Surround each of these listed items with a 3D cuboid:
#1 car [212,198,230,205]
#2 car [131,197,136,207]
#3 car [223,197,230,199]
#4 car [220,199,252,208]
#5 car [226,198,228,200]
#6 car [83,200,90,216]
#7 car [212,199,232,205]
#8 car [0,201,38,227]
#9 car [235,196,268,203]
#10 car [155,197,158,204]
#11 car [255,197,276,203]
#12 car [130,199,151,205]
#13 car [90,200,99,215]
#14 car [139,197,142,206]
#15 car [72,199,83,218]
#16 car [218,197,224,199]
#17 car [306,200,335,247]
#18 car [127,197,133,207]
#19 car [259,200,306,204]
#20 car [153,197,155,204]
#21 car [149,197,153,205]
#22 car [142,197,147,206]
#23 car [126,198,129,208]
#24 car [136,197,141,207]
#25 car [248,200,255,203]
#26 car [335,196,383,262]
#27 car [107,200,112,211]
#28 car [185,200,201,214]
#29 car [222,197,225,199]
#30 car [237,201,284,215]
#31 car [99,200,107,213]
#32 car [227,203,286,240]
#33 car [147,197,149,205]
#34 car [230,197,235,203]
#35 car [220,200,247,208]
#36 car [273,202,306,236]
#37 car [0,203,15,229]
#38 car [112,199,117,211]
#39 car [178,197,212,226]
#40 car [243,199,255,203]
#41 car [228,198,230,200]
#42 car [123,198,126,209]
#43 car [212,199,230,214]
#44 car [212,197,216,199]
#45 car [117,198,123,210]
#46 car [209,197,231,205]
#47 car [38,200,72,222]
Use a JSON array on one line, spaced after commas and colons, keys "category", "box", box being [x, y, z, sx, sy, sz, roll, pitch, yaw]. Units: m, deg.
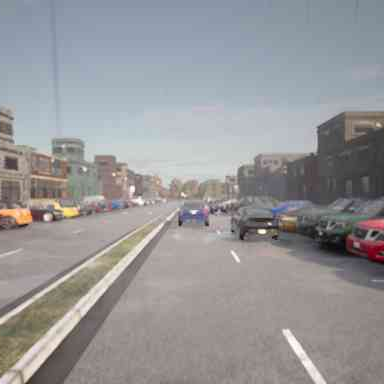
[{"category": "car", "box": [7.562, 2.482, 86.999, 4.553, 1.767, 2.185, 0, -1, 0]}, {"category": "car", "box": [-12.723, 2.045, 57.285, 4.892, 1.521, 2.231, 0, -1, 0]}, {"category": "car", "box": [7.615, 1.967, 51.155, 4.792, 1.488, 2.163, 0, -1, 0]}, {"category": "car", "box": [7.830, 2.071, 59.431, 5.366, 1.575, 1.946, 0, -1, 0]}, {"category": "car", "box": [7.642, 1.935, 48.434, 4.674, 1.452, 2.002, 0, -1, 0]}, {"category": "car", "box": [-12.739, 1.541, 32.285, 4.553, 1.767, 2.185, 0, -1, 0]}, {"category": "car", "box": [7.595, 2.594, 84.369, 4.674, 1.452, 2.002, 0, -1, 0]}, {"category": "car", "box": [-12.757, 1.394, 21.164, 4.553, 1.767, 2.185, 0, -1, 0]}, {"category": "car", "box": [7.672, 1.446, 34.617, 5.566, 2.045, 2.435, 0, -1, 0]}, {"category": "car", "box": [-12.665, 2.658, 90.745, 5.008, 1.535, 2.097, 0, -1, 0]}, {"category": "car", "box": [7.674, 1.465, 26.344, 4.553, 1.767, 2.185, 0, -1, 0]}, {"category": "car", "box": [-12.695, 2.528, 82.415, 4.792, 1.488, 2.163, 0, -1, 0]}, {"category": "car", "box": [-12.731, 1.734, 35.055, 4.792, 1.488, 2.163, 0, -1, 0]}, {"category": "car", "box": [-12.731, 2.062, 65.713, 4.553, 1.767, 2.185, 0, -1, 0]}, {"category": "car", "box": [-12.957, 1.627, 29.623, 5.366, 1.575, 1.946, 0, -1, 0]}, {"category": "car", "box": [7.460, 2.025, 56.668, 5.366, 1.575, 1.946, 0, -1, 0]}, {"category": "car", "box": [7.613, 1.210, 12.565, 5.566, 2.045, 2.435, 0, 0, 0]}, {"category": "car", "box": [-12.751, 2.028, 54.505, 4.792, 1.488, 2.163, 0, -1, 0]}, {"category": "car", "box": [7.637, 1.555, 23.585, 5.008, 1.535, 2.097, 0, -1, 0]}, {"category": "car", "box": [-12.666, 2.549, 85.071, 5.008, 1.535, 2.097, 0, -1, 0]}, {"category": "car", "box": [-12.857, 2.442, 79.639, 5.366, 1.575, 1.946, 0, -1, 0]}, {"category": "car", "box": [-12.722, 1.986, 68.527, 5.566, 2.045, 2.435, 0, -1, 0]}, {"category": "car", "box": [-12.725, 1.993, 51.727, 4.674, 1.452, 2.002, 0, -1, 0]}, {"category": "car", "box": [-12.702, 2.178, 62.840, 4.674, 1.452, 2.002, 0, -1, 0]}, {"category": "car", "box": [7.672, 1.655, 29.099, 4.792, 1.488, 2.163, 0, -1, 0]}, {"category": "car", "box": [7.613, 1.204, 9.812, 5.566, 2.045, 2.435, 0, 0, 0]}, {"category": "car", "box": [-12.743, 1.785, 40.613, 4.892, 1.521, 2.231, 0, -1, 0]}, {"category": "car", "box": [0.103, 1.784, 41.160, 1.882, 1.535, 5.008, 0, -1, 0]}, {"category": "car", "box": [7.616, 2.011, 53.910, 4.792, 1.488, 2.163, 0, -1, 0]}, {"category": "car", "box": [7.614, 1.763, 37.371, 4.792, 1.488, 2.163, 0, -1, 0]}, {"category": "car", "box": [-12.760, 1.743, 37.833, 5.008, 1.535, 2.097, 0, -1, 0]}, {"category": "car", "box": [3.101, 1.513, 17.098, 1.837, 1.490, 4.892, 0, 0, 0]}, {"category": "car", "box": [-12.654, 2.369, 74.081, 4.792, 1.488, 2.163, 0, -1, 0]}, {"category": "car", "box": [7.613, 1.686, 42.886, 4.553, 1.767, 2.185, 0, -1, 0]}, {"category": "car", "box": [7.669, 2.152, 62.186, 4.792, 1.488, 2.163, 0, -1, 0]}, {"category": "car", "box": [7.456, 1.493, 18.073, 5.366, 1.575, 1.946, 0, -1, 0]}, {"category": "car", "box": [-12.792, 1.530, 18.385, 4.674, 1.452, 2.002, 0, -1, 0]}, {"category": "car", "box": [-12.773, 1.854, 43.390, 4.792, 1.488, 2.163, 0, -1, 0]}, {"category": "car", "box": [0.103, 1.439, 24.478, 2.097, 1.767, 4.553, 0, -1, 0]}, {"category": "car", "box": [7.640, 1.701, 31.856, 4.674, 1.452, 2.002, 0, -1, 0]}, {"category": "car", "box": [7.673, 1.881, 45.640, 4.792, 1.488, 2.163, 0, -1, 0]}, {"category": "car", "box": [-12.739, 1.912, 49.074, 4.892, 1.521, 2.231, 0, -1, 0]}, {"category": "car", "box": [3.104, 1.892, 40.085, 1.895, 1.301, 4.718, 0, -1, 0]}, {"category": "car", "box": [7.596, 2.023, 70.460, 5.566, 2.045, 2.435, 0, -1, 0]}, {"category": "car", "box": [-12.733, 1.869, 46.295, 5.008, 1.535, 2.097, 0, -1, 0]}, {"category": "car", "box": [7.560, 2.413, 89.759, 5.566, 2.045, 2.435, 0, -1, 0]}, {"category": "car", "box": [-12.783, 1.594, 26.843, 4.892, 1.521, 2.231, 0, -1, 0]}]
